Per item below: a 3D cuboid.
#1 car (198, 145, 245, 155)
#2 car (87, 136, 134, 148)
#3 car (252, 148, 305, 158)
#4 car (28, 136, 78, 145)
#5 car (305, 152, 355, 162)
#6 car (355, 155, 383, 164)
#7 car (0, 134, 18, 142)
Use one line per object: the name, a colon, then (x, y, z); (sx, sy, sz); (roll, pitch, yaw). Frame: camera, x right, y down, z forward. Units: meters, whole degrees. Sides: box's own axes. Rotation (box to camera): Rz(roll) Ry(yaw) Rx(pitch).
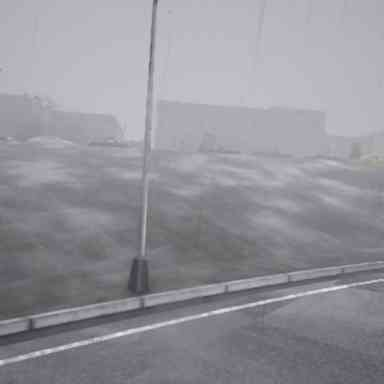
car: (2.987, -3.948, 33.679); (4.892, 1.521, 2.231); (3, -2, -5)
car: (-7.898, -4.567, 32.746); (4.553, 1.767, 2.185); (3, -2, -5)
car: (8.480, -3.687, 34.159); (4.892, 1.521, 2.231); (3, -2, -5)
car: (-13.372, -4.647, 32.272); (4.674, 1.452, 2.002); (3, -2, -5)
car: (13.988, -3.365, 34.744); (4.674, 1.452, 2.002); (3, -2, -6)
car: (19.486, -3.114, 35.449); (5.008, 1.535, 2.097); (3, -2, -7)
car: (-19.015, -5.066, 31.790); (4.553, 1.767, 2.185); (3, -2, -5)
